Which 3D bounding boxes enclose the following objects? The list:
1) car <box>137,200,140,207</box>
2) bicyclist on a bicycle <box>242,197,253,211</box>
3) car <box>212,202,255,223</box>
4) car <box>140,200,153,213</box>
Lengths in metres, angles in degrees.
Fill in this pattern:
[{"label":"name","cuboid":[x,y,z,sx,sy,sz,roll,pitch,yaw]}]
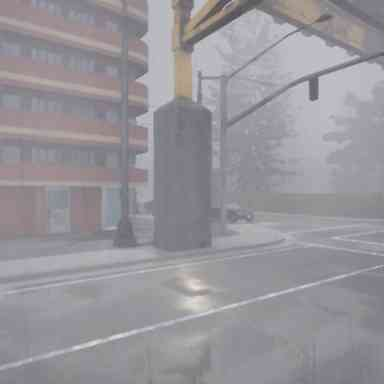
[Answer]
[{"label":"car","cuboid":[-9.209,1.589,49.283,1.895,1.301,4.718,0,0,-34]},{"label":"bicyclist on a bicycle","cuboid":[5.737,1.290,34.703,1.656,1.620,0.582,0,0,-35]},{"label":"car","cuboid":[2.788,1.516,25.945,1.812,1.442,4.674,0,0,-36]},{"label":"car","cuboid":[-3.158,1.468,34.327,1.882,1.535,5.008,0,0,-35]}]
